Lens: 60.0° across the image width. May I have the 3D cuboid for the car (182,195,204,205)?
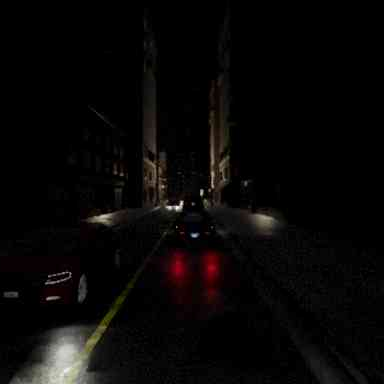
[{"bbox_3d":[0.110,1.312,35.335,2.150,2.045,5.566,0,0,0],"label":"car"}]

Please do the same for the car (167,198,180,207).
[{"bbox_3d":[-3.043,1.729,55.462,1.994,1.385,4.181,0,0,0],"label":"car"}]

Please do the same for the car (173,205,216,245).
[{"bbox_3d":[0.104,1.555,15.623,1.812,1.442,4.674,0,0,0],"label":"car"}]

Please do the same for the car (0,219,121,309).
[{"bbox_3d":[-3.098,1.491,8.206,1.882,1.535,5.008,0,0,0],"label":"car"}]
